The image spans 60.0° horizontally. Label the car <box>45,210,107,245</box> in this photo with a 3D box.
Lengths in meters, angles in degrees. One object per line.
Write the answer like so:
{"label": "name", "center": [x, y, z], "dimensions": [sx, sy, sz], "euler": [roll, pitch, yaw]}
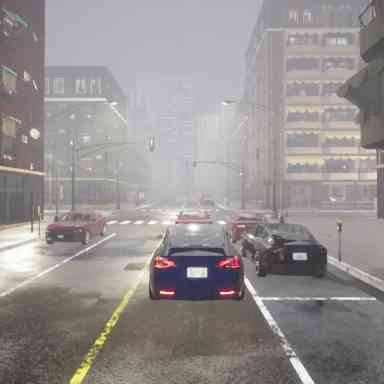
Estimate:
{"label": "car", "center": [-5.282, 1.550, 15.638], "dimensions": [1.887, 1.381, 4.507], "euler": [1, 0, 0]}

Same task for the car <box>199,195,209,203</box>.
{"label": "car", "center": [2.535, 1.494, 70.795], "dimensions": [1.967, 1.590, 4.097], "euler": [1, 0, 0]}

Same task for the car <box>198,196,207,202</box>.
{"label": "car", "center": [2.528, 1.635, 82.175], "dimensions": [1.947, 1.339, 4.313], "euler": [1, 0, 0]}

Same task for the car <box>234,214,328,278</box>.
{"label": "car", "center": [2.568, 1.569, 9.999], "dimensions": [1.947, 1.339, 4.313], "euler": [1, 0, 0]}

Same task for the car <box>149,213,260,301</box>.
{"label": "car", "center": [0.096, 1.506, 8.381], "dimensions": [2.163, 1.488, 4.792], "euler": [0, 0, 0]}

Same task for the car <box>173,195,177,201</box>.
{"label": "car", "center": [-5.356, 1.624, 87.848], "dimensions": [1.887, 1.381, 4.507], "euler": [1, 0, 0]}

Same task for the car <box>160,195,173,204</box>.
{"label": "car", "center": [-5.359, 1.597, 65.090], "dimensions": [2.008, 1.369, 4.403], "euler": [1, 0, 0]}

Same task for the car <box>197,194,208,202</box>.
{"label": "car", "center": [2.573, 1.359, 63.672], "dimensions": [2.192, 1.841, 5.009], "euler": [1, 0, 0]}

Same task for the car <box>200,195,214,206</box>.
{"label": "car", "center": [2.673, 1.578, 53.726], "dimensions": [1.887, 1.381, 4.507], "euler": [1, 0, 0]}

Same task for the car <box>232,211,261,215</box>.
{"label": "car", "center": [2.565, 1.550, 15.670], "dimensions": [1.887, 1.381, 4.507], "euler": [1, 0, 0]}

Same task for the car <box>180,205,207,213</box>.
{"label": "car", "center": [0.084, 1.607, 18.104], "dimensions": [1.895, 1.301, 4.718], "euler": [0, 0, 0]}
